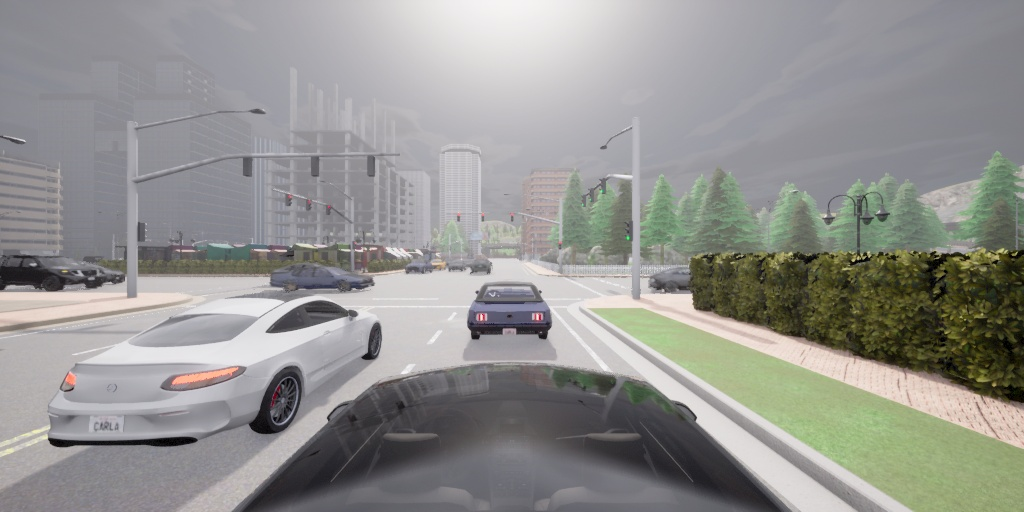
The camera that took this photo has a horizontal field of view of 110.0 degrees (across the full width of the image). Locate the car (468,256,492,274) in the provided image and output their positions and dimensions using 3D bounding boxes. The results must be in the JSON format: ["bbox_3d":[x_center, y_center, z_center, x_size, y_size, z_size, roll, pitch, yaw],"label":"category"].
[{"bbox_3d":[-3.429,1.102,41.441,2.097,1.767,4.553,0,0,1],"label":"car"}]

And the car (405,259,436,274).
[{"bbox_3d":[-10.727,1.102,41.572,2.097,1.767,4.553,0,0,3],"label":"car"}]

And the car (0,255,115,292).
[{"bbox_3d":[-27.176,0.972,20.888,5.566,2.045,2.150,0,0,2],"label":"car"}]

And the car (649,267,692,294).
[{"bbox_3d":[9.846,1.314,19.901,4.181,1.385,1.994,0,0,2],"label":"car"}]

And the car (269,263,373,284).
[{"bbox_3d":[-10.746,1.297,20.450,5.357,1.411,2.033,0,0,2],"label":"car"}]

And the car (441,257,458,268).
[{"bbox_3d":[-10.549,1.102,60.606,2.097,1.767,4.553,0,0,0],"label":"car"}]

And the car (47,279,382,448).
[{"bbox_3d":[-3.507,1.276,5.376,1.812,1.442,4.674,0,0,-1],"label":"car"}]

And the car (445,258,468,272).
[{"bbox_3d":[-7.090,1.255,46.914,1.837,1.490,4.892,0,0,0],"label":"car"}]

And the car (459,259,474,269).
[{"bbox_3d":[-7.070,1.255,56.024,1.837,1.490,4.892,0,0,0],"label":"car"}]

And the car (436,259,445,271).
[{"bbox_3d":[-10.582,1.228,50.536,1.882,1.535,5.008,0,0,0],"label":"car"}]

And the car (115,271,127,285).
[{"bbox_3d":[-29.267,1.255,24.444,4.892,1.490,1.837,0,0,2],"label":"car"}]

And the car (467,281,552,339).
[{"bbox_3d":[-0.092,1.351,9.984,1.895,1.301,4.718,0,0,-1],"label":"car"}]
